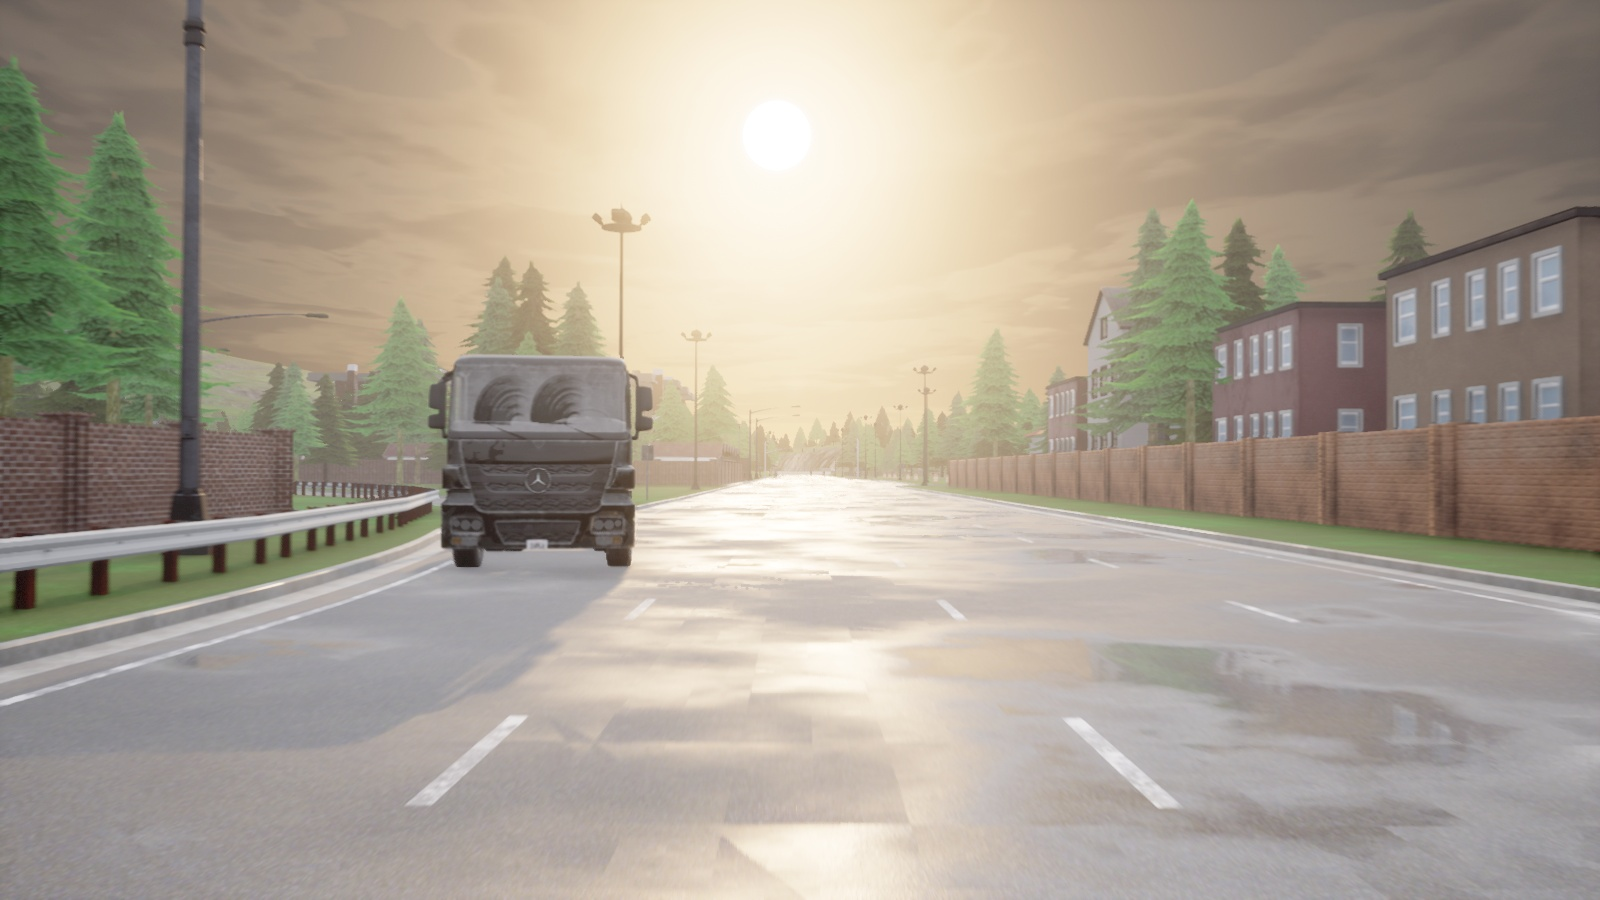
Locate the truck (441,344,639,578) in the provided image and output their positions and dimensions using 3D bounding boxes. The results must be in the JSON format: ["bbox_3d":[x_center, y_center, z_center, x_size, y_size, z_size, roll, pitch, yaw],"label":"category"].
[{"bbox_3d":[-4.401,0.229,22.681,2.891,3.462,7.936,0,-1,-8],"label":"truck"}]
